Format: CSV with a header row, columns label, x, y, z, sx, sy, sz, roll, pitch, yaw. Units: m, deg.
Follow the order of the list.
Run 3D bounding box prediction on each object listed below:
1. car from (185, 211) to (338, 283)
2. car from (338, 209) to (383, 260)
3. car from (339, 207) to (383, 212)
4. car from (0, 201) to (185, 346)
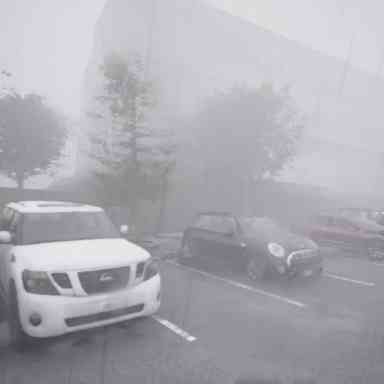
label,x,y,z,sx,sy,sz,roll,pitch,yaw
car,1.634,1.436,10.174,2.185,1.767,4.553,1,0,-36
car,6.316,1.657,13.439,2.163,1.488,4.792,1,0,-35
car,8.558,1.534,15.115,2.185,1.767,4.553,1,0,-36
car,-2.776,1.248,6.953,2.435,2.045,5.566,1,0,-36
